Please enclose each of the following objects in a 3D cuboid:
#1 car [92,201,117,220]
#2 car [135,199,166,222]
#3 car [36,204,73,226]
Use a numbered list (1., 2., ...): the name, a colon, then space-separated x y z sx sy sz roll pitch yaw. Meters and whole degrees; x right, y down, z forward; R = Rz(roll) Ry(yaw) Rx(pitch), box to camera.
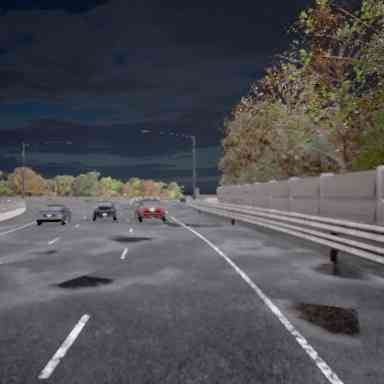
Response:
1. car: -7.539 1.546 28.721 1.837 1.490 4.892 0 0 -15
2. car: -3.450 1.365 26.822 2.097 1.767 4.553 0 0 -14
3. car: -9.927 1.607 24.228 2.033 1.411 5.357 0 0 -13
